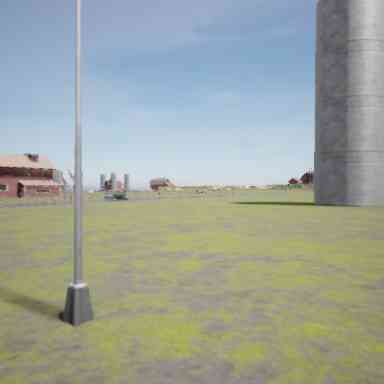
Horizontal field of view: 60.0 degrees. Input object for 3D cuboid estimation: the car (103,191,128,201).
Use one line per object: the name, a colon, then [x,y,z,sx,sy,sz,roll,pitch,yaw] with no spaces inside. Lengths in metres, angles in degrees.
car: [-13.981,0.635,60.744,2.097,1.767,4.553,1,1,36]
